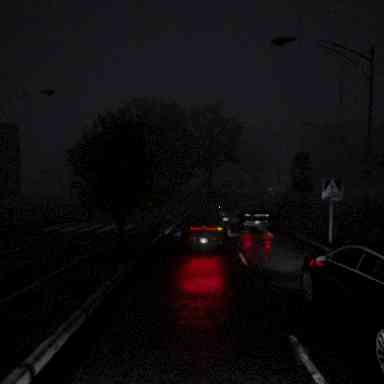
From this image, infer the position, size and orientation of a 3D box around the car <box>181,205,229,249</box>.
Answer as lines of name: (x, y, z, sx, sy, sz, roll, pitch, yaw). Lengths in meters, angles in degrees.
car: (0.554, 1.561, 14.782, 1.837, 1.490, 4.892, 0, 0, 3)

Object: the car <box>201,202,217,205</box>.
car: (1.477, 1.591, 29.083, 2.033, 1.411, 5.357, 0, 1, 5)

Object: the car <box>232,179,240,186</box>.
car: (11.427, -2.398, 86.004, 1.882, 1.535, 5.008, 0, 5, 7)

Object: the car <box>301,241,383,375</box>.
car: (3.218, 1.515, 5.233, 2.128, 1.511, 4.902, 0, 0, 1)

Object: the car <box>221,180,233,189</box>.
car: (7.897, -1.841, 76.897, 2.150, 2.045, 5.566, 0, 5, 0)

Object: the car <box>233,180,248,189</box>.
car: (10.908, -1.453, 75.809, 1.812, 1.442, 4.674, 0, 5, 0)

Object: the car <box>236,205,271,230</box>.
car: (3.968, 1.594, 21.887, 2.128, 1.511, 4.902, 0, 0, 4)

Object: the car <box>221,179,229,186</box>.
car: (8.699, -2.553, 88.279, 1.837, 1.490, 4.892, 1, 5, 10)
